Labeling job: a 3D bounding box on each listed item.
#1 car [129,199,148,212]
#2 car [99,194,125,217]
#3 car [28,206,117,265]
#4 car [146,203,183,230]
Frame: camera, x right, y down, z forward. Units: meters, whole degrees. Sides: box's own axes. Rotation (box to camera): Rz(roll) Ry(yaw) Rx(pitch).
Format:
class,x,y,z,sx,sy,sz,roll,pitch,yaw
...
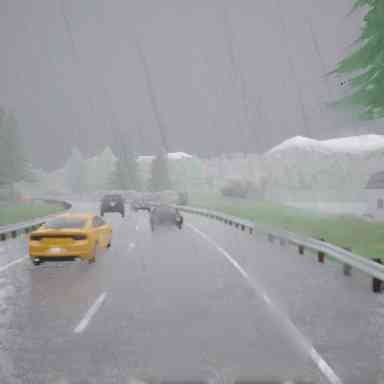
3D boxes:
class,x,y,z,sx,sy,sz,roll,pitch,yaw
car,-6.149,1.560,39.055,2.033,1.411,5.357,0,0,-18
car,-7.672,1.236,31.939,2.150,2.045,5.566,0,0,-14
car,-4.066,1.485,11.869,1.882,1.535,5.008,0,0,-5
car,-1.778,1.605,21.313,1.895,1.301,4.718,0,0,-10
